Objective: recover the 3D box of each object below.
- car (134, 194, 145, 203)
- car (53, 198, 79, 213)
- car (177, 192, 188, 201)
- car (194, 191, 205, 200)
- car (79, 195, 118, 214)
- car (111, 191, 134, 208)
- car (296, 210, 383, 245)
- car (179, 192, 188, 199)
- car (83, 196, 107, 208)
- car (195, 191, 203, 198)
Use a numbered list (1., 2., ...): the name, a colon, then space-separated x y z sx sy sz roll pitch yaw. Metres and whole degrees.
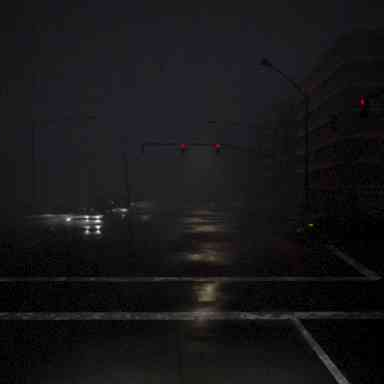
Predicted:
1. car: -9.216 1.073 56.497 2.033 1.411 5.357 0 1 1
2. car: -13.000 1.346 35.436 1.882 1.535 5.008 0 1 1
3. car: -1.921 0.916 65.246 2.033 1.411 5.357 0 1 1
4. car: 1.489 0.711 65.761 2.097 1.767 4.553 0 1 1
5. car: -9.512 1.369 34.369 2.128 1.511 4.902 0 1 1
6. car: -9.394 1.107 43.419 2.097 1.767 4.553 0 1 1
7. car: 7.016 1.516 14.670 4.674 1.442 1.812 0 0 3
8. car: -1.882 0.742 75.897 2.033 1.411 5.357 0 1 1
9. car: -12.882 1.300 44.569 1.994 1.385 4.181 0 1 0
10. car: 1.616 0.609 75.807 1.837 1.490 4.892 0 1 1
